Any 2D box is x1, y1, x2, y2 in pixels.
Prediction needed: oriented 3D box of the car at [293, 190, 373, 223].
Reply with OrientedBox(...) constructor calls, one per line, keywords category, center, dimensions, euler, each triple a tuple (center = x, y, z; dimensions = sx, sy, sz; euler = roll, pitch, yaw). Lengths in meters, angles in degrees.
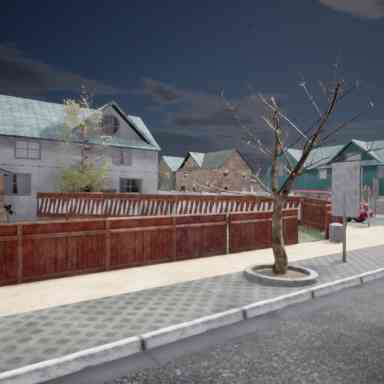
OrientedBox(category="car", center=(9.387, 0.942, 22.999), dimensions=(2.150, 2.045, 5.566), euler=(1, 1, -36))
